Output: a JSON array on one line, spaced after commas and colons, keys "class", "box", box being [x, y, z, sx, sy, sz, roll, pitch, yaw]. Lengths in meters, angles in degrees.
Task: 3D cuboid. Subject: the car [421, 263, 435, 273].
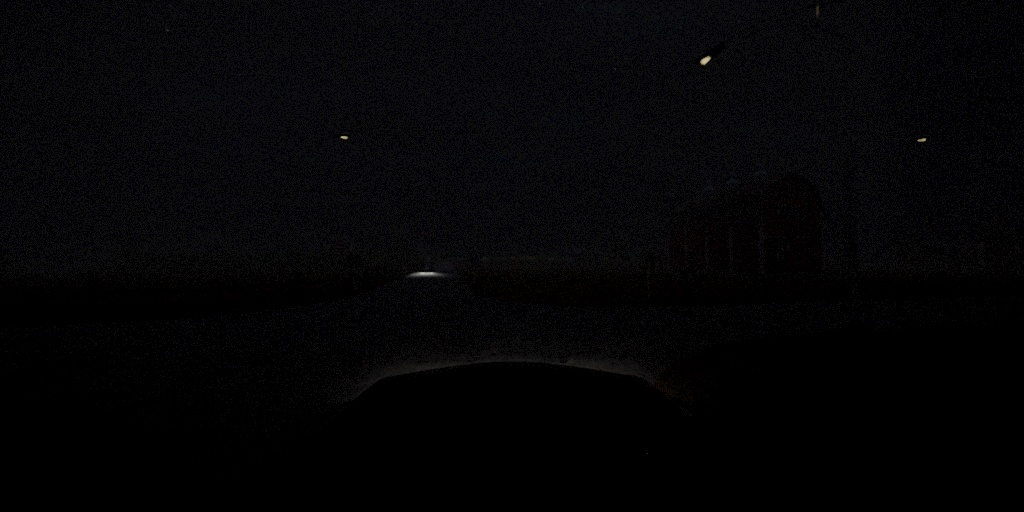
[{"class": "car", "box": [-13.546, 1.852, 57.800, 2.128, 1.511, 4.902, 0, -1, -10]}]
